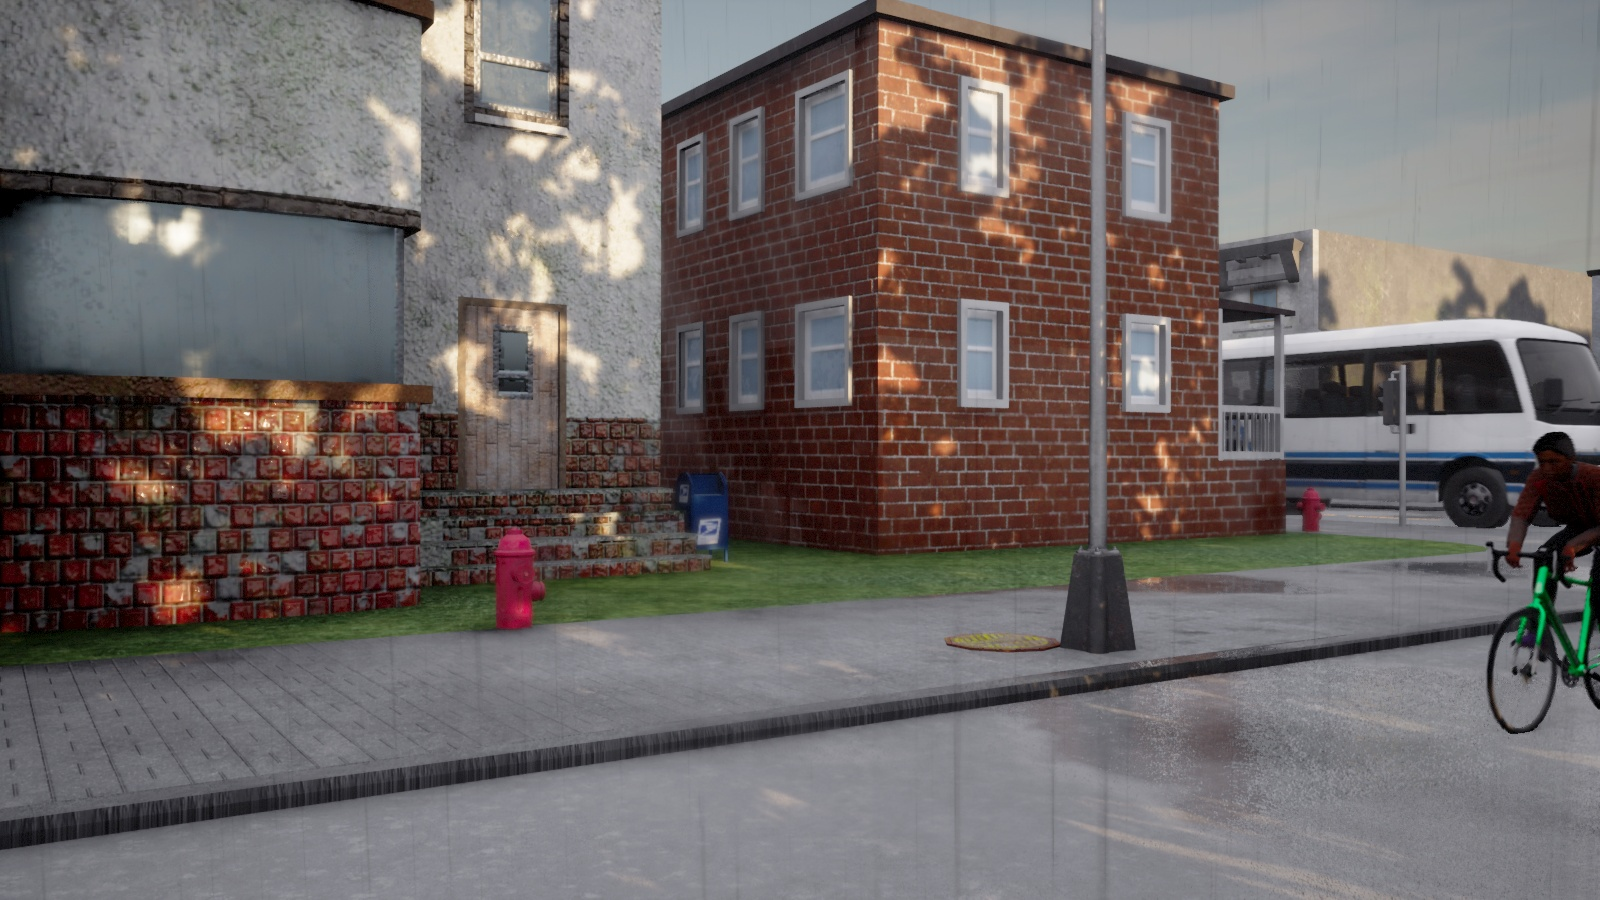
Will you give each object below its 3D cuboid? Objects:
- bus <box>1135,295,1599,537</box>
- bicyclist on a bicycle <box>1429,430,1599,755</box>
[{"bbox_3d":[12.638,-0.591,27.450,3.944,4.253,10.273,0,0,-33],"label":"bus"},{"bbox_3d":[4.254,0.706,6.960,1.656,1.620,0.582,-1,0,-32],"label":"bicyclist on a bicycle"}]
